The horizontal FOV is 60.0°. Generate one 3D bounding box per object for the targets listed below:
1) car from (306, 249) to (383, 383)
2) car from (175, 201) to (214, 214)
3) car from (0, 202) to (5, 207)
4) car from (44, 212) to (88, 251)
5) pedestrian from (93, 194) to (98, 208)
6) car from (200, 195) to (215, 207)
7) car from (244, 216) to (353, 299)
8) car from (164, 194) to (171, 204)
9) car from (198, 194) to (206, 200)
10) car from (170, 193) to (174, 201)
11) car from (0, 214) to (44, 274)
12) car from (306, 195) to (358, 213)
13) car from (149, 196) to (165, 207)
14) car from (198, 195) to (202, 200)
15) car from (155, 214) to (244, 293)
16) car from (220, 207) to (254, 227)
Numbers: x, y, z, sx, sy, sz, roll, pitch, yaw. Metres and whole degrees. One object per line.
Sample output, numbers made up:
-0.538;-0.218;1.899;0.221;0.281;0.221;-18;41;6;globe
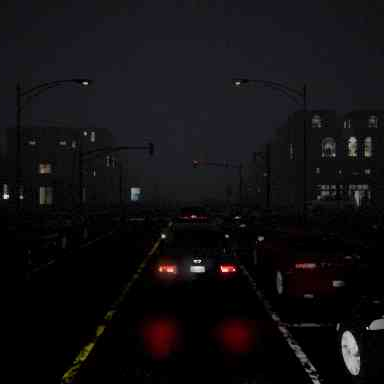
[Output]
2.694;1.551;2.628;2.008;1.369;4.403;0;0;0;car
0.092;1.507;19.499;1.837;1.490;4.892;0;0;0;car
-25.468;1.447;40.483;4.829;1.417;1.752;0;-1;1;car
-5.692;1.552;14.025;2.008;1.369;4.403;0;0;0;car
-12.570;1.135;43.234;0.375;1.860;0.375;0;-1;1;pedestrian
2.672;1.572;52.094;1.947;1.339;4.313;0;0;0;car
2.691;1.546;8.320;1.887;1.381;4.507;0;0;0;car
-5.713;1.559;63.147;2.008;1.369;4.403;0;0;0;car
2.656;1.458;90.747;1.967;1.590;4.097;0;0;0;car
-5.717;1.451;74.191;1.967;1.590;4.097;0;0;0;car
-5.688;1.441;8.333;1.967;1.590;4.097;0;0;0;car
15.596;1.315;37.278;5.566;2.045;2.150;0;0;1;car
-5.708;1.588;52.103;1.802;1.307;4.206;0;0;0;car
2.667;1.590;63.136;1.802;1.307;4.206;0;0;0;car
0.097;1.548;8.978;2.033;1.411;5.357;0;0;0;car
2.687;1.553;19.704;2.008;1.369;4.403;0;0;0;car
